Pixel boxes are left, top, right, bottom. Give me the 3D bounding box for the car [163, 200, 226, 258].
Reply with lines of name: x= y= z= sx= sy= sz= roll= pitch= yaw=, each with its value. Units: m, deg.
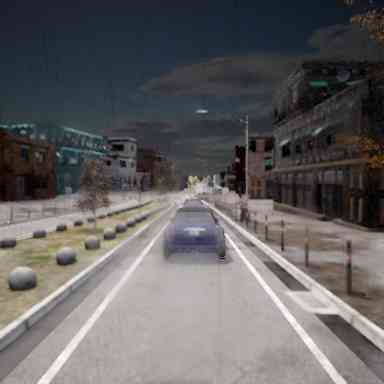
car: x=0.088 y=1.348 z=12.865 sx=2.097 sy=1.767 sz=4.553 roll=0 pitch=0 yaw=0
